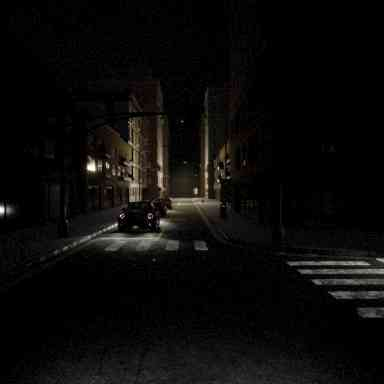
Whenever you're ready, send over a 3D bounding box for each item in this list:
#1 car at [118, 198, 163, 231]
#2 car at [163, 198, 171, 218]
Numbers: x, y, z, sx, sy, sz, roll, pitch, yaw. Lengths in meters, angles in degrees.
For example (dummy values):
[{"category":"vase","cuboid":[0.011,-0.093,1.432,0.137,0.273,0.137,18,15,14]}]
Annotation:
[{"category":"car","cuboid":[-3.158,1.348,20.462,2.097,1.767,4.553,0,0,-1]},{"category":"car","cuboid":[-3.332,1.483,30.449,2.128,1.511,4.902,0,0,-1]}]
